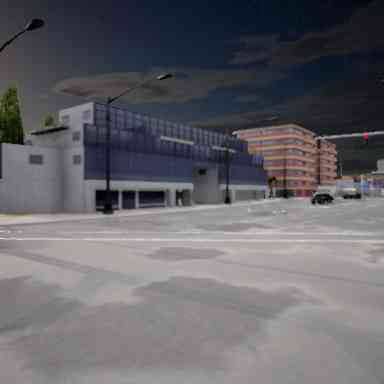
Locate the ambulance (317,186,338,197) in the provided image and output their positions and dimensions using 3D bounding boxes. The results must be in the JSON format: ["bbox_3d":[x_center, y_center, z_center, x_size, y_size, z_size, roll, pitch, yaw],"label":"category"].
[{"bbox_3d":[22.732,0.147,56.406,2.351,2.431,6.366,0,1,38],"label":"ambulance"}]

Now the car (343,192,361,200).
[{"bbox_3d":[27.448,0.642,56.823,2.033,1.411,5.357,0,1,39],"label":"car"}]

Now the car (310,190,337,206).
[{"bbox_3d":[17.109,0.961,43.663,1.837,1.490,4.892,0,2,38],"label":"car"}]
